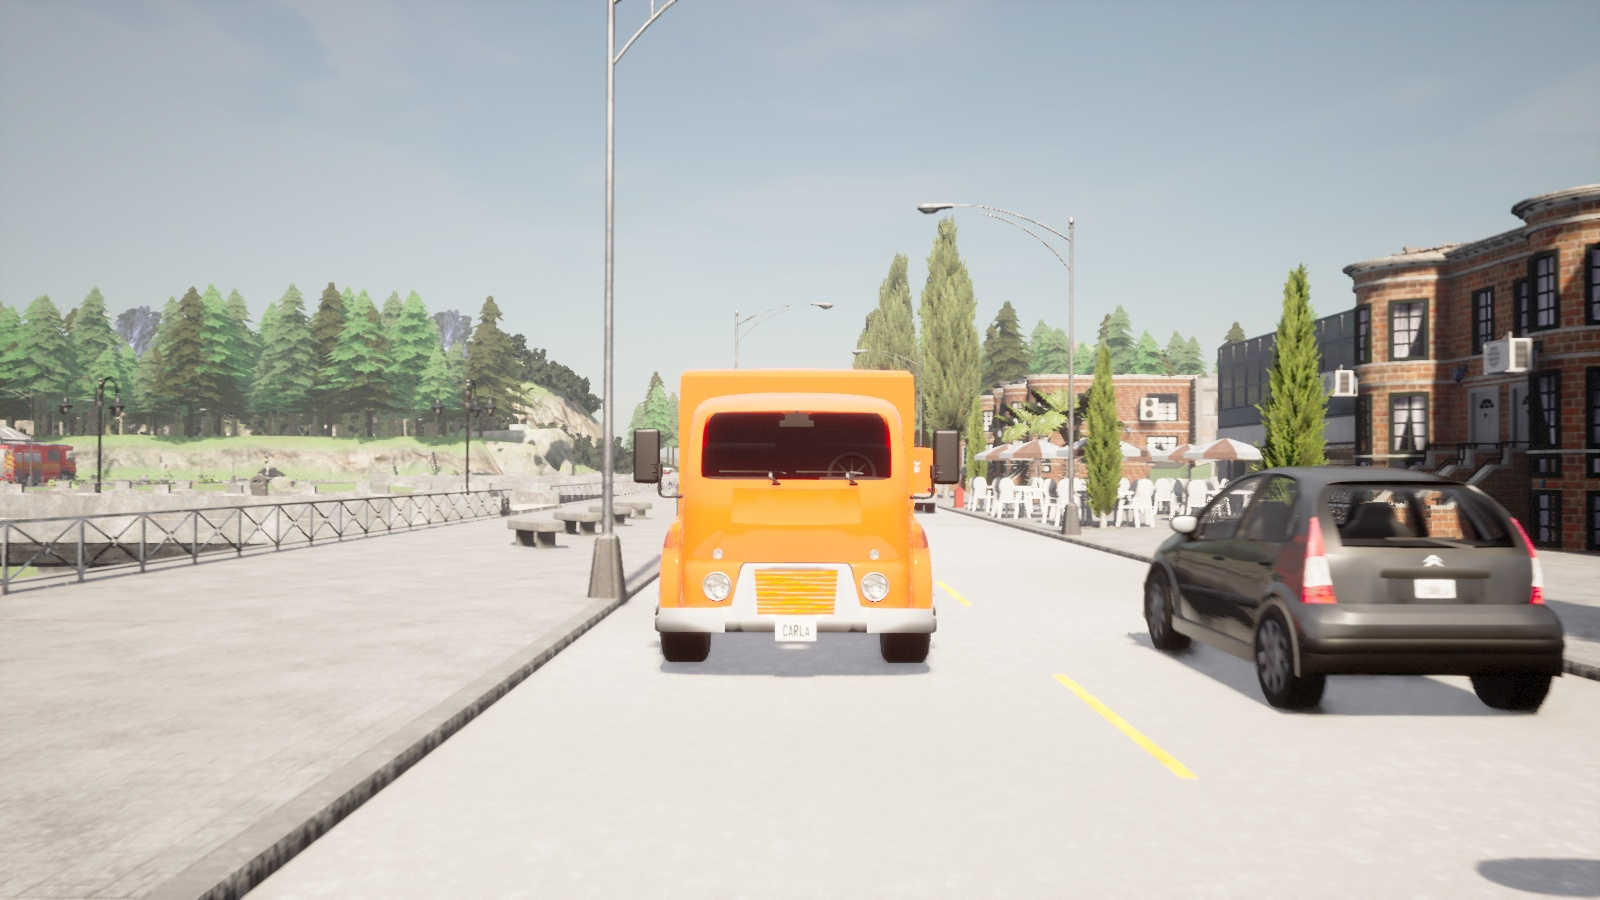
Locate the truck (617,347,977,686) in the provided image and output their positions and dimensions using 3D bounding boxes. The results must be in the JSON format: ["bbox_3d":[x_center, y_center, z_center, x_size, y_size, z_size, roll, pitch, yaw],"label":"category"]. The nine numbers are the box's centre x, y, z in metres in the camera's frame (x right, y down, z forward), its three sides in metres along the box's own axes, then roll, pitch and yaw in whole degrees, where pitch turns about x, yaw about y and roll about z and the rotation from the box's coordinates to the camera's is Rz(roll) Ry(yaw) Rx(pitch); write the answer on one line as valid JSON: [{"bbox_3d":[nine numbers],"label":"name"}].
[{"bbox_3d":[-0.033,0.525,11.789,2.627,2.467,5.204,0,-1,0],"label":"truck"}]

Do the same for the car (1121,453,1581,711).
[{"bbox_3d":[3.973,0.863,9.896,1.851,1.617,3.988,0,-1,0],"label":"car"}]

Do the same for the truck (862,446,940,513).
[{"bbox_3d":[3.871,1.135,49.125,2.627,2.467,5.204,0,-1,0],"label":"truck"}]
